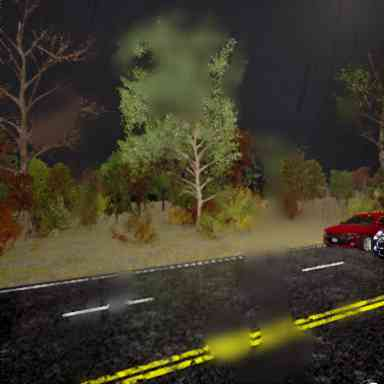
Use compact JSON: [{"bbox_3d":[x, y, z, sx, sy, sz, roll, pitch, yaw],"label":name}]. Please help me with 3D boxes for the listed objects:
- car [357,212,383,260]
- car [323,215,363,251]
[{"bbox_3d":[8.574,1.408,11.979,4.553,1.767,2.097,1,-11,-29],"label":"car"},{"bbox_3d":[8.250,1.734,15.415,5.008,1.535,1.882,-1,-2,-29],"label":"car"}]
